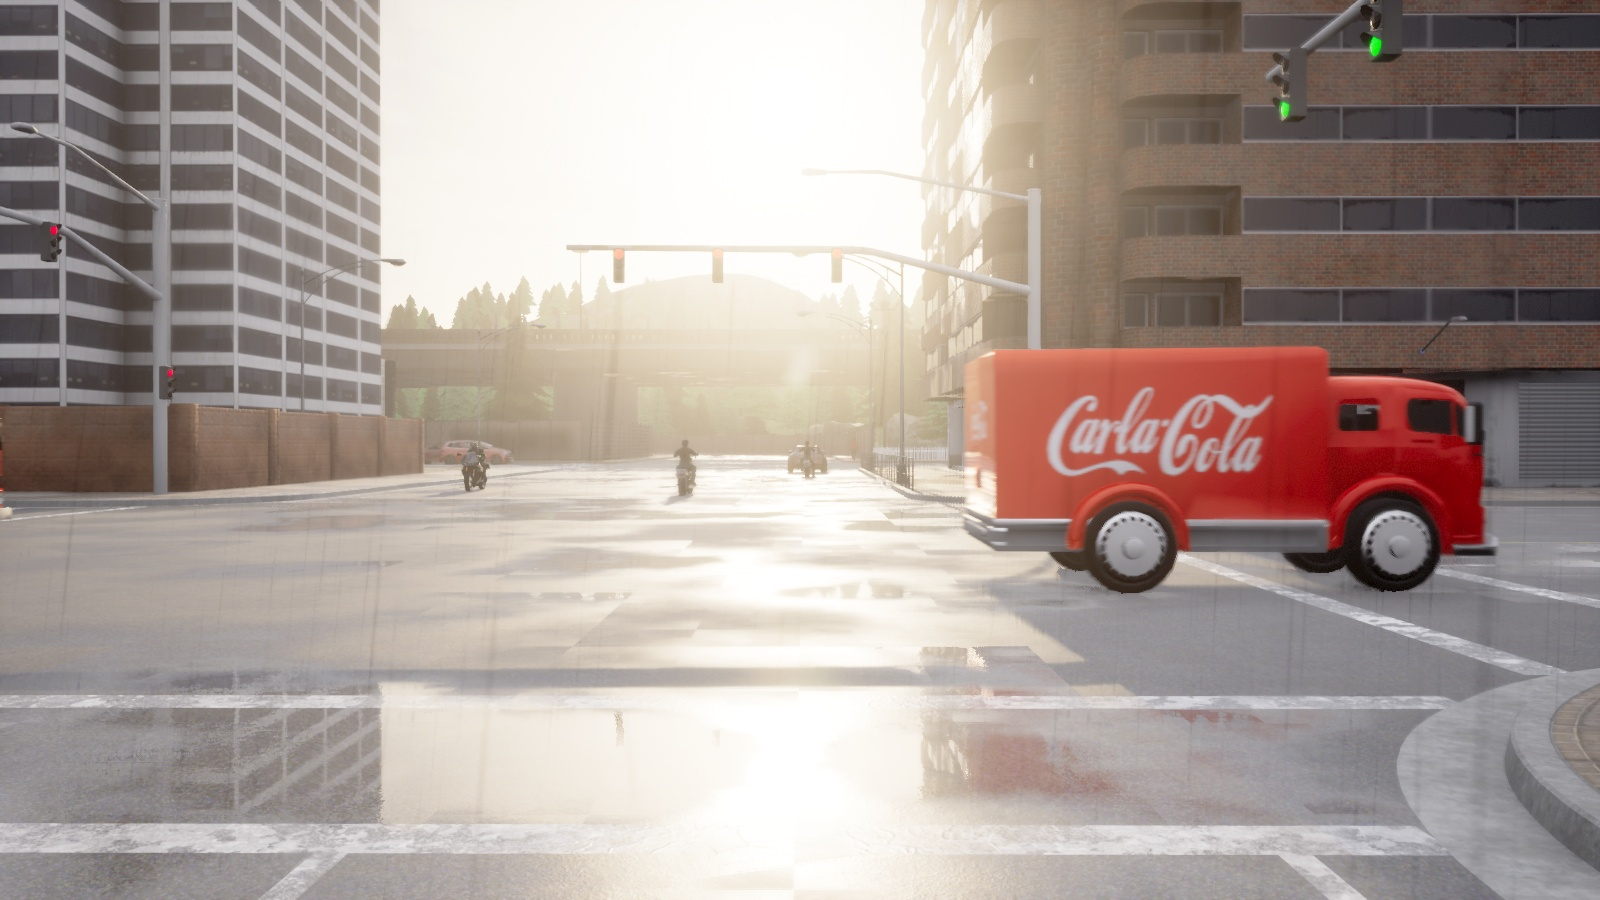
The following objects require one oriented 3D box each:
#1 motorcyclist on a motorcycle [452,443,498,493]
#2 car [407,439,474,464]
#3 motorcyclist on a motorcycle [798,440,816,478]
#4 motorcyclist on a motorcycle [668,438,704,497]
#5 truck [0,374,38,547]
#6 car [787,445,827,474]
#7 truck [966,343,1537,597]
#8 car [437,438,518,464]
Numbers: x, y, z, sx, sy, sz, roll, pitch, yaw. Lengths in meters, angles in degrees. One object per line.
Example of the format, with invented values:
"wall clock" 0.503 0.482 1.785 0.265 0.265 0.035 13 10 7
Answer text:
"motorcyclist on a motorcycle" -10.265 0.549 39.709 0.866 1.530 2.191 0 0 0
"car" -24.072 0.094 84.221 3.988 1.617 1.851 0 0 0
"motorcyclist on a motorcycle" 0.320 0.386 55.093 0.766 1.649 2.350 0 0 1
"motorcyclist on a motorcycle" -3.288 0.489 36.438 0.766 1.649 2.350 0 0 1
"truck" -14.020 0.150 17.478 5.204 2.467 2.627 0 1 -3
"car" 0.367 0.450 63.841 1.994 1.385 4.181 0 0 0
"truck" 4.553 0.187 13.515 5.204 2.467 2.627 0 0 1
"car" -20.689 0.064 80.705 4.611 1.667 2.242 0 0 0
